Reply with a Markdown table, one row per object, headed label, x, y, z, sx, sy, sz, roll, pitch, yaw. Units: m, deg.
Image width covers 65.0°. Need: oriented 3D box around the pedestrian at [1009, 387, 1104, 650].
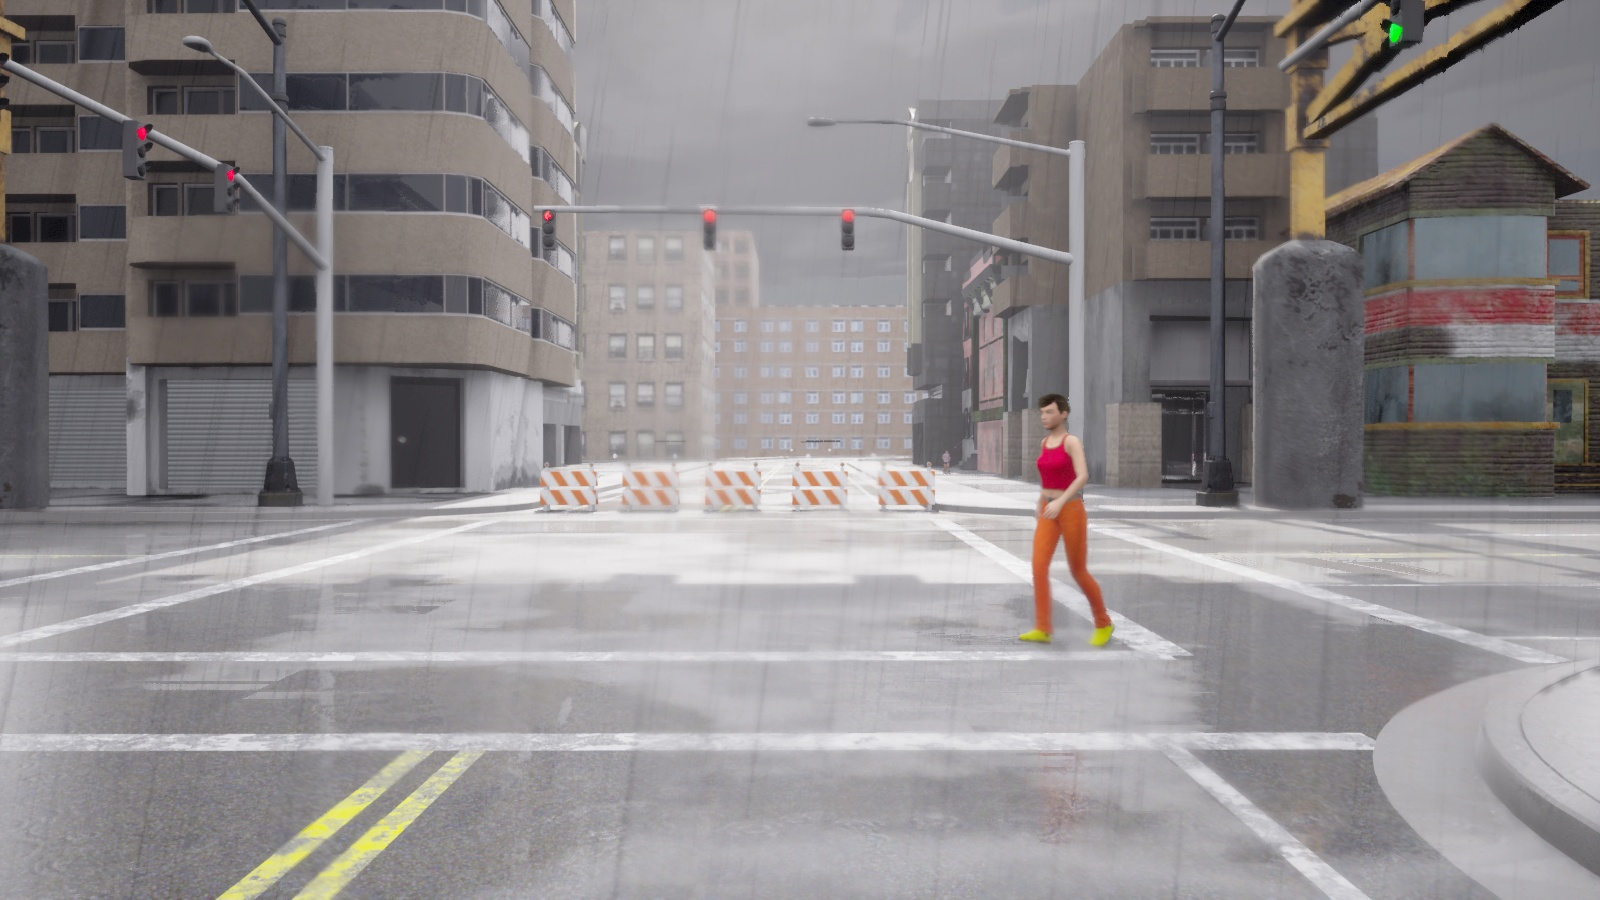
| label | x | y | z | sx | sy | sz | roll | pitch | yaw |
| --- | --- | --- | --- | --- | --- | --- | --- | --- | --- |
| pedestrian | 1.851 | 0.479 | 9.066 | 0.594 | 1.836 | 0.345 | 0 | 0 | -32 |
